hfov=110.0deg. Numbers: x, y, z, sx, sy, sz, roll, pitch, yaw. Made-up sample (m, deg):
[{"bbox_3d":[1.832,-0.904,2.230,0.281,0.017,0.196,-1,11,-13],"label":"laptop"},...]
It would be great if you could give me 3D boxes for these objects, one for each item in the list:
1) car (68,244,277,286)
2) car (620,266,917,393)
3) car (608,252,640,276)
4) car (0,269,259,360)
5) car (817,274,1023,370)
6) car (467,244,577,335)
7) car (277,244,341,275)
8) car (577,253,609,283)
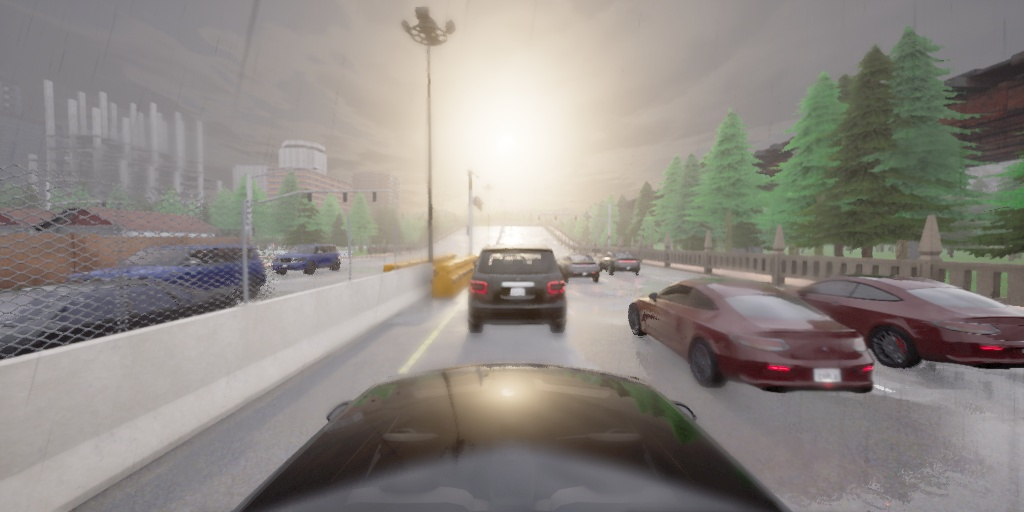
[{"bbox_3d":[-10.595,0.627,11.572,2.150,2.045,5.566,0,2,0],"label":"car"},{"bbox_3d":[3.602,1.113,6.379,1.812,1.442,4.674,0,2,0],"label":"car"},{"bbox_3d":[7.100,0.454,24.275,2.128,1.511,4.902,0,2,0],"label":"car"},{"bbox_3d":[-7.100,1.154,5.822,2.033,1.411,5.357,0,2,0],"label":"car"},{"bbox_3d":[7.096,1.085,7.165,1.812,1.442,4.674,0,2,0],"label":"car"},{"bbox_3d":[0.104,0.695,9.647,2.150,2.045,5.566,0,2,0],"label":"car"},{"bbox_3d":[-14.031,0.163,24.941,2.150,2.045,5.566,0,2,0],"label":"car"},{"bbox_3d":[3.601,0.598,20.179,2.128,1.511,4.902,0,2,0],"label":"car"}]
